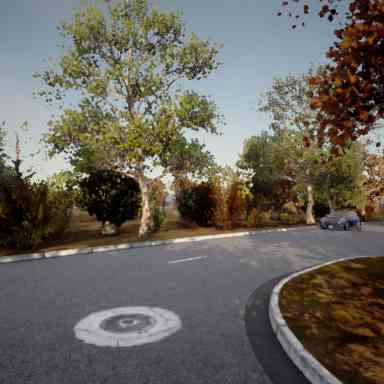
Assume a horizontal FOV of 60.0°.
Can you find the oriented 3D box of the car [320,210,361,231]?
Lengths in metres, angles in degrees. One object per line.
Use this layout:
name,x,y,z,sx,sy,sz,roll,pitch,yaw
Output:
car,12.796,2.360,28.628,2.097,1.767,4.553,-1,-3,43
